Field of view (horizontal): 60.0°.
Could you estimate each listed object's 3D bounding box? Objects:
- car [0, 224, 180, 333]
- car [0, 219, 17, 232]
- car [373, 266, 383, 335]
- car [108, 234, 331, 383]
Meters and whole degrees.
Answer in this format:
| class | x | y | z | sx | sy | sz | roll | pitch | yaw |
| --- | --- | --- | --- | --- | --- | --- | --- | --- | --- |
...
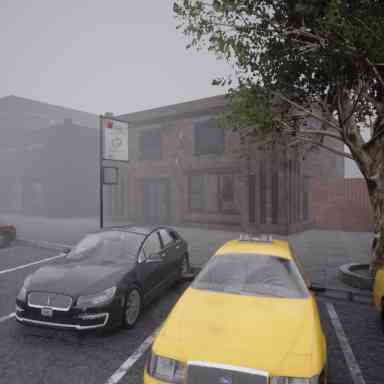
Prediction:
| class | x | y | z | sx | sy | sz | roll | pitch | yaw |
| --- | --- | --- | --- | --- | --- | --- | --- | --- | --- |
| car | -1.424 | 1.487 | 7.117 | 2.231 | 1.521 | 4.892 | 1 | -1 | 16 |
| car | -8.741 | 1.528 | 12.359 | 2.002 | 1.452 | 4.674 | 1 | -1 | 16 |
| car | 3.405 | 1.480 | 3.442 | 1.946 | 1.575 | 5.366 | 1 | -1 | 16 |
| car | 0.962 | 1.480 | 5.186 | 1.946 | 1.575 | 5.366 | 1 | -1 | 16 |
